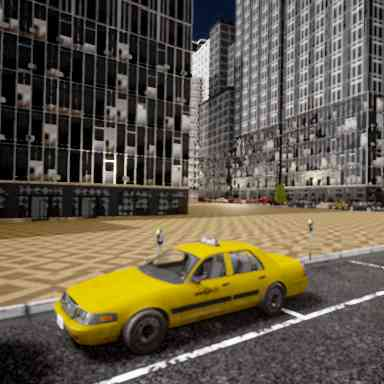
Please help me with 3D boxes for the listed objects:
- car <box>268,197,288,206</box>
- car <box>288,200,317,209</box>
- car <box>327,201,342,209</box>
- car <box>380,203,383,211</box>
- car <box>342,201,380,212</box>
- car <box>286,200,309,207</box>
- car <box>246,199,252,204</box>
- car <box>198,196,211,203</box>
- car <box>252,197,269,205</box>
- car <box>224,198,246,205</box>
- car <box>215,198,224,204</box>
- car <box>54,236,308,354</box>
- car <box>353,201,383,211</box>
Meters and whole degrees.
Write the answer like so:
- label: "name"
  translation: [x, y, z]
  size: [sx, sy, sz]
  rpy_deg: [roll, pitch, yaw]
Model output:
- label: "car"
  translation: [15.897, 1.920, 58.540]
  size: [1.967, 1.590, 4.097]
  rpy_deg: [1, -1, -22]
- label: "car"
  translation: [18.010, 1.992, 53.361]
  size: [2.008, 1.369, 4.403]
  rpy_deg: [1, -1, -22]
- label: "car"
  translation: [25.234, 2.164, 56.511]
  size: [1.752, 1.417, 4.829]
  rpy_deg: [1, -1, -22]
- label: "car"
  translation: [24.355, 1.892, 37.832]
  size: [1.947, 1.339, 4.313]
  rpy_deg: [1, -1, -22]
- label: "car"
  translation: [22.240, 1.915, 43.008]
  size: [2.008, 1.369, 4.403]
  rpy_deg: [1, -1, -22]
- label: "car"
  translation: [21.066, 2.265, 66.712]
  size: [2.008, 1.369, 4.403]
  rpy_deg: [1, -1, -22]
- label: "car"
  translation: [14.718, 2.411, 82.248]
  size: [1.802, 1.307, 4.206]
  rpy_deg: [1, -1, -22]
- label: "car"
  translation: [3.210, 2.025, 89.600]
  size: [2.192, 1.841, 5.009]
  rpy_deg: [1, -1, -22]
- label: "car"
  translation: [16.839, 2.106, 77.073]
  size: [2.192, 1.841, 5.009]
  rpy_deg: [1, -1, -22]
- label: "car"
  translation: [9.552, 2.035, 74.069]
  size: [1.967, 1.590, 4.097]
  rpy_deg: [1, -1, -22]
- label: "car"
  translation: [7.500, 2.157, 79.087]
  size: [1.752, 1.417, 4.829]
  rpy_deg: [1, -1, -22]
- label: "car"
  translation: [0.108, 1.549, 6.115]
  size: [4.829, 1.417, 1.752]
  rpy_deg: [0, 1, -35]
- label: "car"
  translation: [27.414, 2.150, 51.175]
  size: [2.008, 1.369, 4.403]
  rpy_deg: [1, -1, -22]
